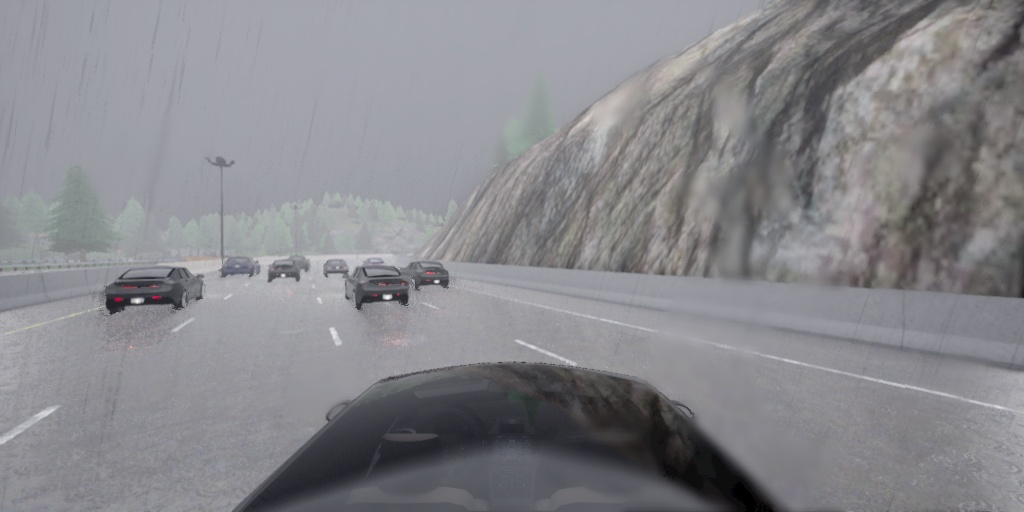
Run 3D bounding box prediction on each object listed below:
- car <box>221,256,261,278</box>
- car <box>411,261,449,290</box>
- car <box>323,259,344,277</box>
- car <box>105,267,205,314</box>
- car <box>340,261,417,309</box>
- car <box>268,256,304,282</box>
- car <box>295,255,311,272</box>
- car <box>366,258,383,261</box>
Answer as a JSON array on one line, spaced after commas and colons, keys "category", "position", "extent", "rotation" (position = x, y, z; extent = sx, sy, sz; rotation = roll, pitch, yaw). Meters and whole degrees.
[{"category": "car", "position": [-22.685, 0.812, 30.166], "extent": [2.097, 1.767, 4.553], "rotation": [0, 1, -28]}, {"category": "car", "position": [-5.111, 1.044, 20.522], "extent": [1.837, 1.490, 4.892], "rotation": [0, 1, -31]}, {"category": "car", "position": [-15.207, 0.984, 30.969], "extent": [2.033, 1.411, 5.357], "rotation": [0, 1, -29]}, {"category": "car", "position": [-13.134, 1.141, 13.475], "extent": [1.837, 1.490, 4.892], "rotation": [0, 1, -31]}, {"category": "car", "position": [-5.489, 1.118, 14.317], "extent": [1.837, 1.490, 4.892], "rotation": [-1, 1, -31]}, {"category": "car", "position": [-16.292, 1.004, 25.785], "extent": [1.837, 1.490, 4.892], "rotation": [0, 1, -29]}, {"category": "car", "position": [-22.843, 0.717, 38.332], "extent": [2.097, 1.767, 4.553], "rotation": [0, 1, -26]}, {"category": "car", "position": [-13.566, 0.908, 35.366], "extent": [1.812, 1.442, 4.674], "rotation": [0, 1, -28]}]
